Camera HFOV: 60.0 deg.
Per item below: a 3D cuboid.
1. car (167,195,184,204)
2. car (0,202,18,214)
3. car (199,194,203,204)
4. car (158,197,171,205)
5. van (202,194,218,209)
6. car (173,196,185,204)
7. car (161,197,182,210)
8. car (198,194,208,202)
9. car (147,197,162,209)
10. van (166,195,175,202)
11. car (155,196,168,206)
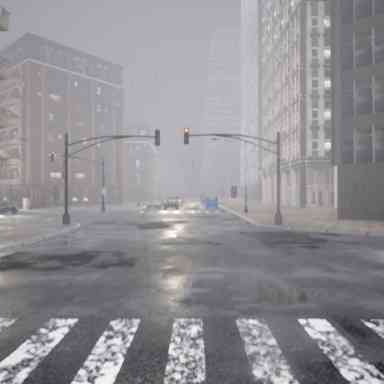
[{"bbox_3d":[-2.688,1.459,55.117,2.097,1.767,4.553,0,0,1],"label":"car"},{"bbox_3d":[-21.058,1.817,36.758,4.718,1.301,1.895,-1,-1,41],"label":"car"},{"bbox_3d":[2.731,1.697,68.238,1.887,1.381,4.507,0,0,0],"label":"car"},{"bbox_3d":[-5.163,1.698,62.706,1.947,1.339,4.313,0,0,0],"label":"car"},{"bbox_3d":[2.679,1.422,46.029,1.690,1.788,3.998,0,0,0],"label":"van"},{"bbox_3d":[-2.602,1.642,67.520,2.128,1.511,4.902,0,0,1],"label":"car"},{"bbox_3d":[-2.721,1.679,45.176,1.895,1.301,4.718,0,0,0],"label":"car"},{"bbox_3d":[2.770,1.533,84.897,2.192,1.841,5.009,0,0,0],"label":"car"},{"bbox_3d":[-5.202,1.605,45.878,1.752,1.417,4.829,0,0,0],"label":"car"},{"bbox_3d":[-5.122,1.535,79.362,1.690,1.788,3.998,0,0,0],"label":"van"},{"bbox_3d":[-5.175,1.554,57.154,1.967,1.590,4.097,0,0,0],"label":"car"}]
